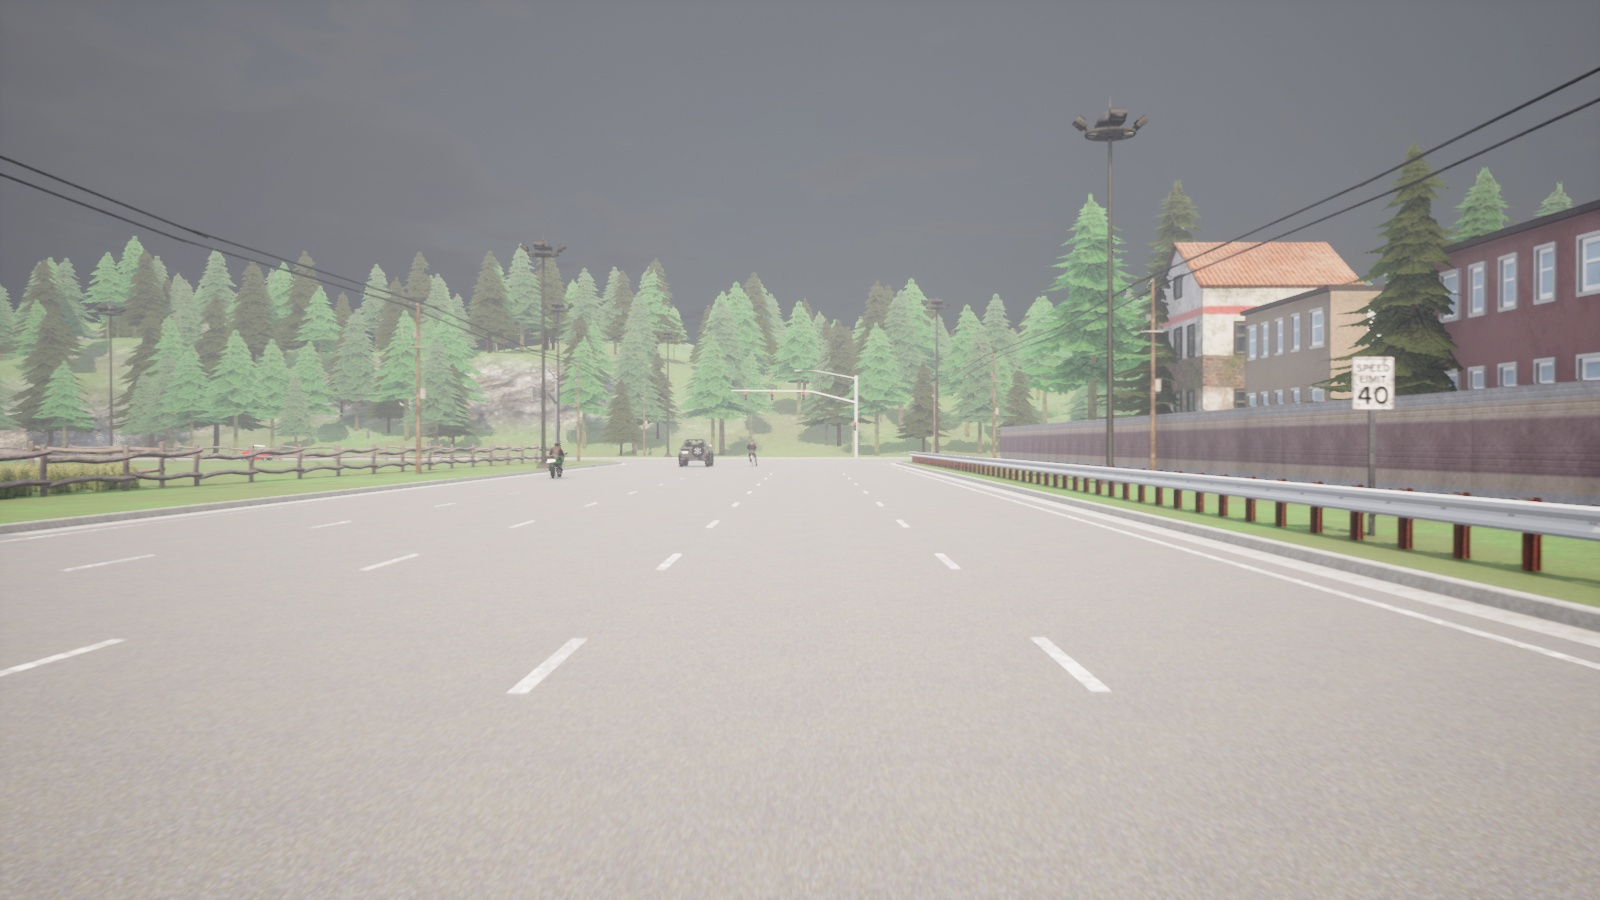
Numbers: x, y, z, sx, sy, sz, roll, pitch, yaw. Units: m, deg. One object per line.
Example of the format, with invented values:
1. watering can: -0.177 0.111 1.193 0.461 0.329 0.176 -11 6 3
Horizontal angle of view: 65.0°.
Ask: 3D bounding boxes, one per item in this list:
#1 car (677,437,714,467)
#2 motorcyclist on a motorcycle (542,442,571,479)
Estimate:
1. car: -6.532 0.112 79.041 1.932 1.855 4.605 0 0 0
2. motorcyclist on a motorcycle: -10.185 0.424 52.587 0.797 1.523 2.044 0 0 0
